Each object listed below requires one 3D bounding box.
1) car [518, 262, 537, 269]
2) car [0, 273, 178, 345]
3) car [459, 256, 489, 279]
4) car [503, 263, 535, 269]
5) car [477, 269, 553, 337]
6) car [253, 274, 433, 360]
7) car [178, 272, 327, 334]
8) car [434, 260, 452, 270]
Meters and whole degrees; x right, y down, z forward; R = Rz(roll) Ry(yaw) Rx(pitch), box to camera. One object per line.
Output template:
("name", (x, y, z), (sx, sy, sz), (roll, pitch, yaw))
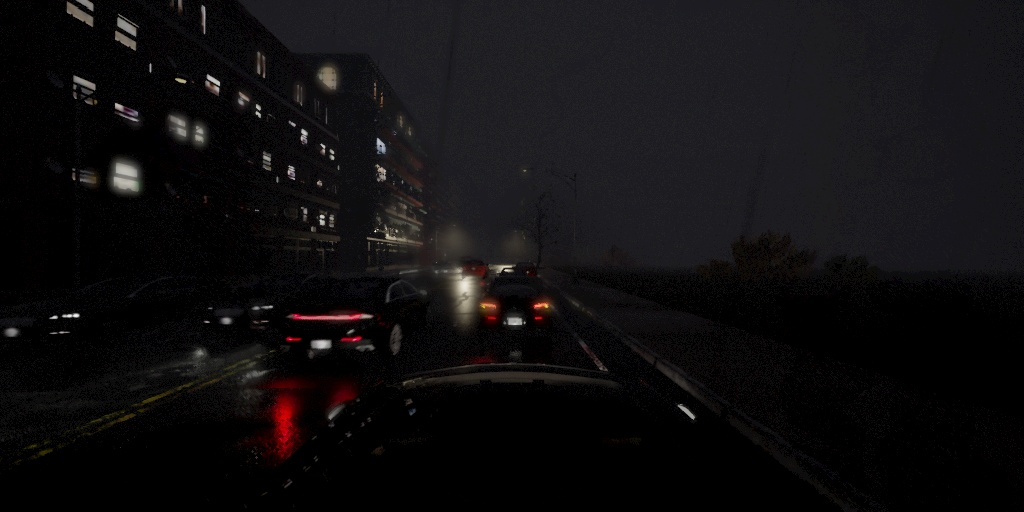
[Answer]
("car", (1.065, 1.232, 29.878), (1.882, 1.535, 5.008), (0, 0, 0))
("car", (-9.871, 1.243, 9.532), (2.128, 1.511, 4.902), (0, 0, 0))
("car", (-3.230, 1.105, 32.568), (2.097, 1.767, 4.553), (0, 0, 0))
("car", (0.053, 1.317, 20.350), (1.994, 1.385, 4.181), (0, 0, 0))
("car", (0.070, 1.277, 10.183), (1.812, 1.442, 4.674), (0, 0, 0))
("car", (-3.167, 1.243, 8.361), (2.128, 1.511, 4.902), (0, 0, 0))
("car", (-6.625, 1.243, 10.762), (2.128, 1.511, 4.902), (0, 0, 0))
("car", (-9.977, 1.300, 52.312), (2.033, 1.411, 5.357), (0, 0, 0))
